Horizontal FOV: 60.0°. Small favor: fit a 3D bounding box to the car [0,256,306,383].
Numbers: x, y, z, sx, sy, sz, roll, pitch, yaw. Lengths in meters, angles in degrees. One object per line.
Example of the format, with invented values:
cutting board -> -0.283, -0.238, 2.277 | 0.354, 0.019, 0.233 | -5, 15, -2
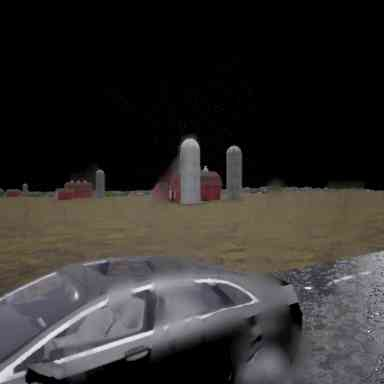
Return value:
car -> -0.906, 1.504, 3.344 | 4.902, 1.511, 2.128 | 1, 0, -36
